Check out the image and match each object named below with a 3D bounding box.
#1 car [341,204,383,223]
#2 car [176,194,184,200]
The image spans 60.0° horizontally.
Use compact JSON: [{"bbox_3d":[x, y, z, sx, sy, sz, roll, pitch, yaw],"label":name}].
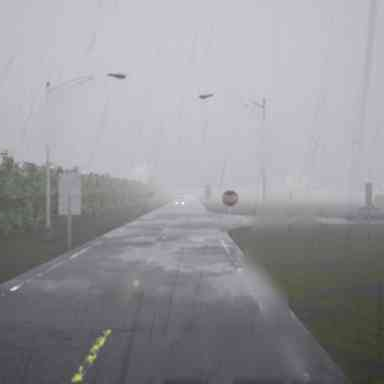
[{"bbox_3d":[14.065,1.660,26.168,4.181,1.385,1.994,0,0,1],"label":"car"},{"bbox_3d":[-2.740,1.144,78.072,1.895,1.301,4.718,0,0,0],"label":"car"}]
